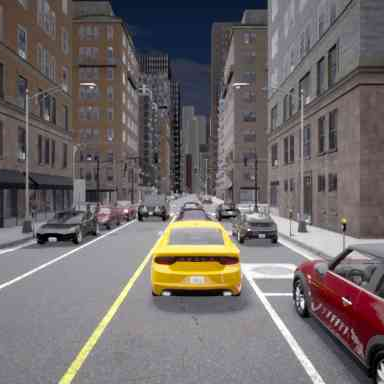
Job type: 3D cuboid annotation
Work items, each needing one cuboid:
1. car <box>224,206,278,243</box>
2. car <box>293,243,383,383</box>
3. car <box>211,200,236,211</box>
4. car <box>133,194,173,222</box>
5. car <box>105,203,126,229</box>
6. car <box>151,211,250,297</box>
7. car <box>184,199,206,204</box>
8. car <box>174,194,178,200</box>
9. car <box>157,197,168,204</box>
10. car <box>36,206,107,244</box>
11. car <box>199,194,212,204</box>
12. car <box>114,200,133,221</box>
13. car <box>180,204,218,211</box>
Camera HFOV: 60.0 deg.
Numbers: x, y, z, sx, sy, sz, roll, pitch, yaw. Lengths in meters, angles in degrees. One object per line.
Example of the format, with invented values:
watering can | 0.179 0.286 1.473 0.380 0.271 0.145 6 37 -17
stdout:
car | 2.848 1.552 15.725 2.008 1.369 4.403 0 0 0
car | 2.853 1.440 4.722 1.967 1.590 4.097 0 0 0
car | 2.843 1.569 26.727 1.947 1.339 4.313 0 0 0
car | -3.017 1.218 27.121 2.150 2.045 5.566 0 0 0
car | -5.680 1.584 21.222 1.802 1.307 4.206 0 0 0
car | 0.090 1.478 8.649 1.882 1.535 5.008 0 0 0
car | -0.013 1.529 26.454 1.812 1.442 4.674 0 0 1
car | -5.628 1.637 90.699 1.752 1.417 4.829 0 0 0
car | -5.665 1.625 63.827 1.802 1.307 4.206 0 0 0
car | -5.677 1.567 15.721 1.947 1.339 4.313 0 0 0
car | 2.860 1.484 63.818 1.967 1.590 4.097 0 0 0
car | -5.683 1.443 26.724 1.967 1.590 4.097 0 0 0
car | 0.098 1.565 17.643 1.994 1.385 4.181 0 0 -1
